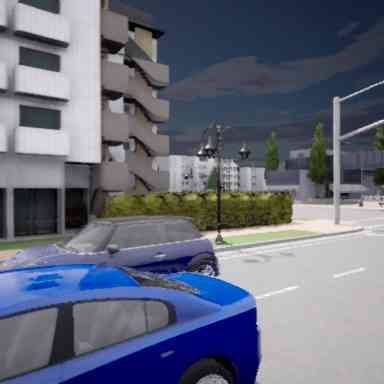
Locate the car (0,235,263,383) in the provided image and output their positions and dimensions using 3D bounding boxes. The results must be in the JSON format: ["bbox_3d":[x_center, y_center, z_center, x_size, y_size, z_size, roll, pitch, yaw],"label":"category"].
[{"bbox_3d":[-1.583,1.476,2.856,5.008,1.535,1.882,0,0,-35],"label":"car"}]

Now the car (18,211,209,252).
[{"bbox_3d":[-1.644,1.338,7.106,4.553,1.767,2.097,0,0,-35],"label":"car"}]
